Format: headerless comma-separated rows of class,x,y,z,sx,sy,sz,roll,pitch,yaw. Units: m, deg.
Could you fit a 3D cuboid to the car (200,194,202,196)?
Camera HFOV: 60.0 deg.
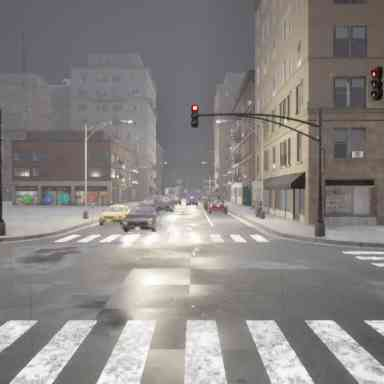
car,2.619,1.555,69.367,2.008,1.369,4.403,0,0,0

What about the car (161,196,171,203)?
car,-5.406,1.530,69.196,1.752,1.417,4.829,0,0,0

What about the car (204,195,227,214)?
car,2.628,1.441,35.396,1.967,1.590,4.097,0,0,0

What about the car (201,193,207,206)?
car,2.627,1.317,41.058,2.192,1.841,5.009,0,0,0

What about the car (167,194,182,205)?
car,-2.769,1.551,57.837,2.033,1.411,5.357,0,0,0

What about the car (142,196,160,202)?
car,-5.398,1.553,41.056,2.008,1.369,4.403,0,0,0

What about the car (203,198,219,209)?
car,2.625,1.568,46.720,1.947,1.339,4.313,0,0,0

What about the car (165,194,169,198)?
car,-5.404,1.586,63.704,1.802,1.307,4.206,0,0,0

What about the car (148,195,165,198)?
car,-5.400,1.317,46.718,2.192,1.841,5.009,0,0,0

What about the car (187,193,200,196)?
car,-0.017,1.225,64.189,2.150,2.045,5.566,0,0,0

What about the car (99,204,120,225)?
car,-5.394,1.526,23.900,1.752,1.417,4.829,0,0,0

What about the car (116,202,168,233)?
car,-2.853,1.548,20.091,2.033,1.411,5.357,0,0,0

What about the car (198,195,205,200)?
car,2.613,1.575,92.015,1.947,1.339,4.313,0,0,0

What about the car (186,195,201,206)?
car,-0.014,1.604,53.887,1.895,1.301,4.718,0,0,0

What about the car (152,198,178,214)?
car,-2.856,1.602,35.365,1.895,1.301,4.718,0,0,0

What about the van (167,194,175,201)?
van,-5.410,1.349,86.351,1.690,1.788,3.998,0,0,0
